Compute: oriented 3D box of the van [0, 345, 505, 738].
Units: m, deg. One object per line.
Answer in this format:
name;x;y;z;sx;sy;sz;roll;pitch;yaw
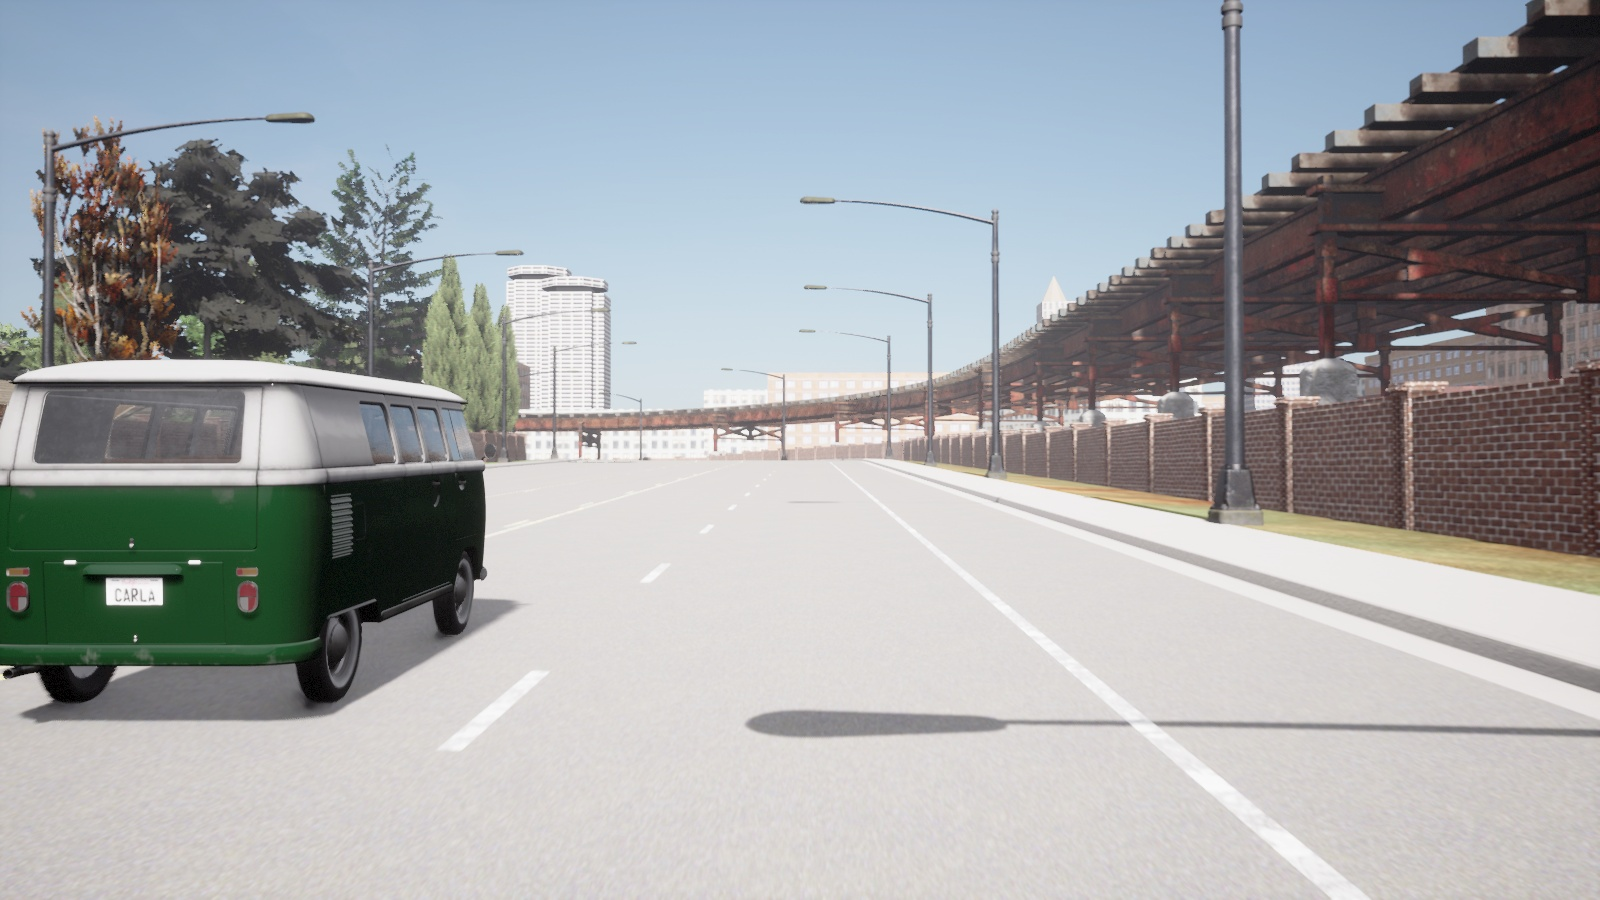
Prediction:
van;-3.434;0.451;8.571;1.775;1.987;4.442;0;0;0
